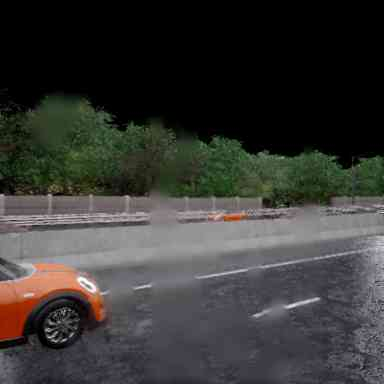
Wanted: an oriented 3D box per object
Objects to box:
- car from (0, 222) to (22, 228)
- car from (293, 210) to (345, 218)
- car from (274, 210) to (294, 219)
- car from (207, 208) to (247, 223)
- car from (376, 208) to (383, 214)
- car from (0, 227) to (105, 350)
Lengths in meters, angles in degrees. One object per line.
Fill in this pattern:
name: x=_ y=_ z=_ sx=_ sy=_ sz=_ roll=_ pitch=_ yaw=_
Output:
car: x=-10.994 y=2.306 z=17.528 sx=4.674 sy=1.442 sz=1.812 roll=1 pitch=-2 yaw=-34
car: x=11.214 y=2.367 z=28.285 sx=4.892 sy=1.490 sz=1.837 roll=0 pitch=-2 yaw=-34
car: x=10.879 y=2.711 z=36.493 sx=4.181 sy=1.385 sz=1.994 roll=0 pitch=-2 yaw=-34
car: x=3.769 y=2.589 z=35.926 sx=4.553 sy=1.767 sz=2.097 roll=1 pitch=-2 yaw=-34
car: x=25.224 y=2.442 z=41.939 sx=4.553 sy=1.767 sz=2.097 roll=0 pitch=-2 yaw=-34
car: x=-3.778 y=1.600 z=5.288 sx=4.553 sy=1.767 sz=2.097 roll=1 pitch=-2 yaw=-34
